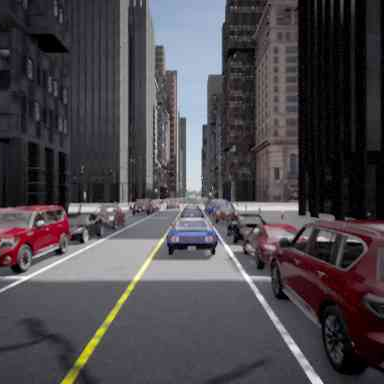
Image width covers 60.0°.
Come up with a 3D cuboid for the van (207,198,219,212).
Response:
[{"bbox_3d":[2.776,1.674,33.643,1.690,1.788,3.998,0,-1,0],"label":"van"}]

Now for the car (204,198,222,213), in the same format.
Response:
[{"bbox_3d":[2.781,1.760,44.846,2.192,1.841,5.009,0,-1,0],"label":"car"}]

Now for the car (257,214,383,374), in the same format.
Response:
[{"bbox_3d":[2.762,1.371,5.636,2.192,1.841,5.009,0,-1,0],"label":"car"}]

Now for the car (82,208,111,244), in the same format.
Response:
[{"bbox_3d":[-5.757,1.733,16.837,1.947,1.339,4.313,0,-1,0],"label":"car"}]

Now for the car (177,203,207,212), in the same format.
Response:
[{"bbox_3d":[0.018,1.855,29.279,1.994,1.385,4.181,0,-1,0],"label":"car"}]

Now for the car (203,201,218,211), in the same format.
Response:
[{"bbox_3d":[2.785,2.051,50.445,2.008,1.369,4.403,0,-1,0],"label":"car"}]

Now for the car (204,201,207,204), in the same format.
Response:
[{"bbox_3d":[2.779,1.829,39.243,1.967,1.590,4.097,0,-1,0],"label":"car"}]

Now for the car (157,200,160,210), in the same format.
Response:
[{"bbox_3d":[-5.744,1.969,44.677,1.752,1.417,4.829,0,-1,0],"label":"car"}]

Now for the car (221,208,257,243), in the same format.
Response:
[{"bbox_3d":[2.768,1.733,16.836,1.947,1.339,4.313,0,-1,0],"label":"car"}]

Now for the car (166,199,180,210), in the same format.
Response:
[{"bbox_3d":[-2.977,1.882,53.660,2.097,1.767,4.553,0,0,0],"label":"car"}]

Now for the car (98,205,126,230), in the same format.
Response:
[{"bbox_3d":[-5.755,1.663,22.440,1.967,1.590,4.097,0,-1,0],"label":"car"}]

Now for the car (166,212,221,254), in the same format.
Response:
[{"bbox_3d":[0.009,1.741,14.103,1.895,1.301,4.718,0,-1,0],"label":"car"}]

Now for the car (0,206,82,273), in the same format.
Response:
[{"bbox_3d":[-5.761,1.427,11.238,2.192,1.841,5.009,0,-1,0],"label":"car"}]

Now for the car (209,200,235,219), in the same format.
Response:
[{"bbox_3d":[2.773,1.718,28.040,1.967,1.590,4.097,0,-1,0],"label":"car"}]

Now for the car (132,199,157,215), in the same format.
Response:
[{"bbox_3d":[-5.747,1.705,39.247,2.192,1.841,5.009,0,-1,0],"label":"car"}]

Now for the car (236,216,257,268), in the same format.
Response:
[{"bbox_3d":[2.766,1.694,11.235,1.802,1.307,4.206,0,-1,0],"label":"car"}]
